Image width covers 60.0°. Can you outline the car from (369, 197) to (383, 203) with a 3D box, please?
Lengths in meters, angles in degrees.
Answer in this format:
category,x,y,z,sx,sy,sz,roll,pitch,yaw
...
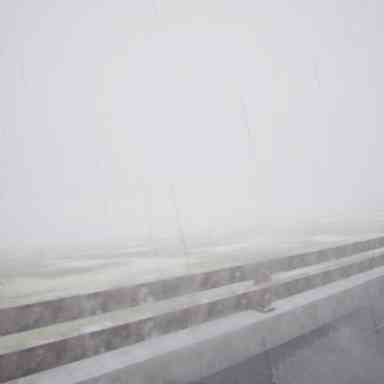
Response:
category,x,y,z,sx,sy,sz,roll,pitch,yaw
car,43.026,1.922,77.958,2.128,1.511,4.902,0,-1,2
